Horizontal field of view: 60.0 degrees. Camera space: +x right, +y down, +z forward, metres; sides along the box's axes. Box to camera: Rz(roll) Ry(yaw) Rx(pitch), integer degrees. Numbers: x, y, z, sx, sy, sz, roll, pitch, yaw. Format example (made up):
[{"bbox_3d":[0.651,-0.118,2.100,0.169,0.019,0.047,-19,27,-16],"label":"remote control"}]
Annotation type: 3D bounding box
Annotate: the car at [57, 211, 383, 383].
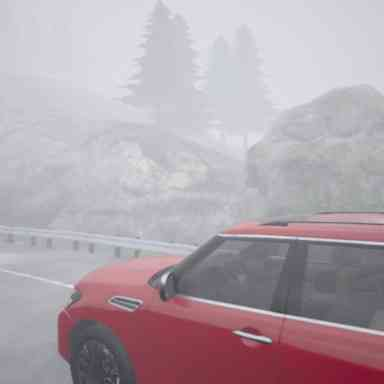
[{"bbox_3d":[1.105,1.214,3.117,5.566,2.045,2.150,0,0,35],"label":"car"}]
